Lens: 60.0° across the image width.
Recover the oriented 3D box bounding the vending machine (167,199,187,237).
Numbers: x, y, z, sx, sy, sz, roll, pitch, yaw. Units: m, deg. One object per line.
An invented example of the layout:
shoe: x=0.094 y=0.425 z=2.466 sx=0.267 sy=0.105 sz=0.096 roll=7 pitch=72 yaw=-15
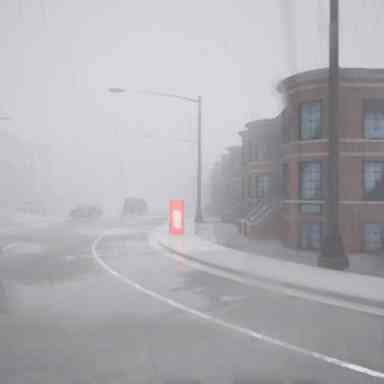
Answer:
vending machine: x=-0.871 y=1.453 z=18.881 sx=1.100 sy=2.100 sz=0.880 roll=1 pitch=-1 yaw=-4

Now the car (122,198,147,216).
car: x=-6.545 y=1.699 z=38.535 sx=2.150 sy=2.045 sz=5.566 roll=1 pitch=-1 yaw=0

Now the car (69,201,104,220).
car: x=-10.113 y=1.905 z=32.120 sx=2.033 sy=1.411 sz=5.357 roll=1 pitch=-1 yaw=0

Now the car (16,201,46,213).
car: x=-20.699 y=1.889 z=42.897 sx=1.882 sy=1.535 sz=5.008 roll=0 pitch=-1 yaw=1
